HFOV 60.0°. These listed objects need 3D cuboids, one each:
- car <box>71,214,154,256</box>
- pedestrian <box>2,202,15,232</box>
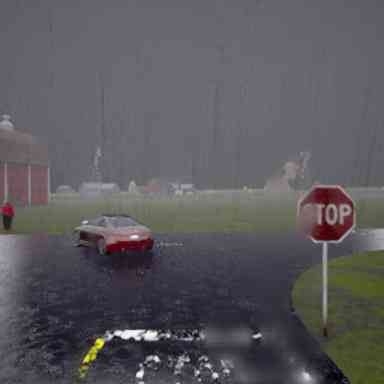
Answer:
[{"bbox_3d":[-3.304,1.590,13.378,1.994,1.385,4.181,0,-1,-38],"label":"car"},{"bbox_3d":[-11.218,1.482,20.240,0.375,1.860,0.375,0,0,4],"label":"pedestrian"}]
